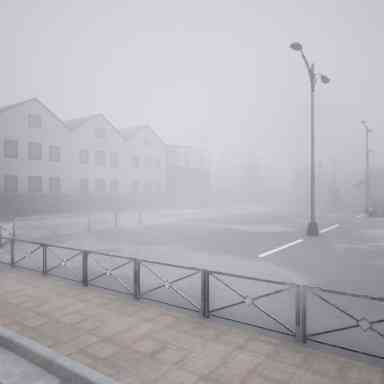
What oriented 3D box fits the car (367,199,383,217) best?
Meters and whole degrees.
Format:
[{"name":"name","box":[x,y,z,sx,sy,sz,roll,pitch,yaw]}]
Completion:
[{"name":"car","box":[15.407,1.298,26.815,2.007,1.523,4.514,0,0,35]}]
